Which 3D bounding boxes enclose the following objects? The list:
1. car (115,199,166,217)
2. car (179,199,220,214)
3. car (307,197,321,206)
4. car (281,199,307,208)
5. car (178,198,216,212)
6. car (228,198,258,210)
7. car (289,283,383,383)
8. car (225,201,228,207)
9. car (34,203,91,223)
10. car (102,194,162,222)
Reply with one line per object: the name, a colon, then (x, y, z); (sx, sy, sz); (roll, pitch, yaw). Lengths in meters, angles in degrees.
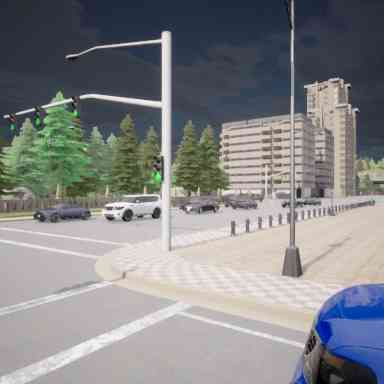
car: (-4.988, 1.491, 32.732); (2.128, 1.511, 4.902); (0, 0, 35)
car: (1.106, 1.491, 35.247); (2.128, 1.511, 4.902); (0, 0, 36)
car: (20.214, 1.564, 55.688); (1.994, 1.385, 4.181); (0, 0, 35)
car: (14.431, 1.601, 47.576); (1.895, 1.301, 4.718); (0, 0, 35)
car: (0.688, 1.547, 40.689); (2.033, 1.411, 5.357); (0, 0, 36)
car: (6.931, 1.564, 43.390); (1.994, 1.385, 4.181); (0, 0, 36)
car: (3.350, 1.221, 1.577); (5.566, 2.045, 2.150); (0, 0, 36)
car: (6.511, 1.564, 48.799); (1.994, 1.385, 4.181); (0, 0, 36)
car: (-9.950, 1.564, 25.771); (1.994, 1.385, 4.181); (0, 0, 35)
car: (-4.657, 1.221, 27.166); (2.150, 2.045, 5.566); (0, 0, 35)
